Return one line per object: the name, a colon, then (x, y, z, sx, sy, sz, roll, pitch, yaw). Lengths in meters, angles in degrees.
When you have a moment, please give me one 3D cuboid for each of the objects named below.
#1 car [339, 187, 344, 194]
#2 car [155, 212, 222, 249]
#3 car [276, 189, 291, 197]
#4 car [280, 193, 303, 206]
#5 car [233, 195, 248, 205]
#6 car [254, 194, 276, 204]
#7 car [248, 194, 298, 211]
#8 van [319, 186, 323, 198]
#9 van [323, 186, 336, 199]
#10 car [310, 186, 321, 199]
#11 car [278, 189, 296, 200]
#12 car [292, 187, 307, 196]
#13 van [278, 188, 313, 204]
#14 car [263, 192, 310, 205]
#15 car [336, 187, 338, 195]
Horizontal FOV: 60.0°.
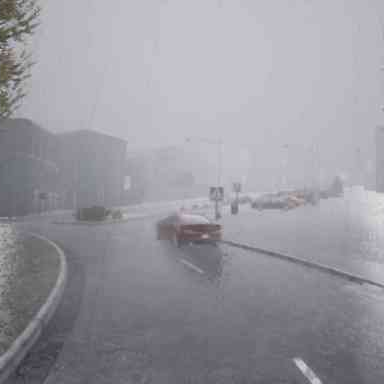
car: (29.587, -0.085, 72.379, 5.366, 1.575, 1.946, -1, 1, 11)
car: (-0.332, 1.695, 15.760, 1.882, 1.535, 5.008, 2, -2, -21)
car: (20.133, 0.113, 72.958, 1.837, 1.490, 4.892, -2, 1, 31)
car: (10.808, 1.294, 40.972, 4.674, 1.452, 2.002, -1, 2, 11)
car: (7.883, 1.188, 52.051, 1.812, 1.442, 4.674, -2, 1, 30)
car: (11.334, 1.103, 51.486, 1.994, 1.385, 4.181, -2, 1, 31)
car: (9.250, 1.366, 38.360, 4.892, 1.521, 2.231, -1, 1, 11)
van: (18.432, 0.476, 54.082, 4.442, 1.987, 1.878, -1, 2, 11)
van: (24.861, 0.027, 64.527, 4.442, 1.987, 1.878, -1, 1, 11)
car: (15.419, 0.671, 48.824, 5.566, 2.045, 2.435, -1, 2, 11)
car: (18.001, 0.411, 62.971, 2.097, 1.767, 4.553, -2, 1, 31)
car: (23.120, -0.102, 71.631, 2.097, 1.767, 4.553, -2, 1, 31)
van: (14.014, 0.804, 46.187, 4.442, 1.987, 1.878, -1, 1, 11)
car: (12.172, 1.144, 43.625, 5.366, 1.575, 1.946, -1, 2, 11)
car: (26.269, 0.019, 67.176, 4.553, 1.767, 2.185, -1, 1, 11)
